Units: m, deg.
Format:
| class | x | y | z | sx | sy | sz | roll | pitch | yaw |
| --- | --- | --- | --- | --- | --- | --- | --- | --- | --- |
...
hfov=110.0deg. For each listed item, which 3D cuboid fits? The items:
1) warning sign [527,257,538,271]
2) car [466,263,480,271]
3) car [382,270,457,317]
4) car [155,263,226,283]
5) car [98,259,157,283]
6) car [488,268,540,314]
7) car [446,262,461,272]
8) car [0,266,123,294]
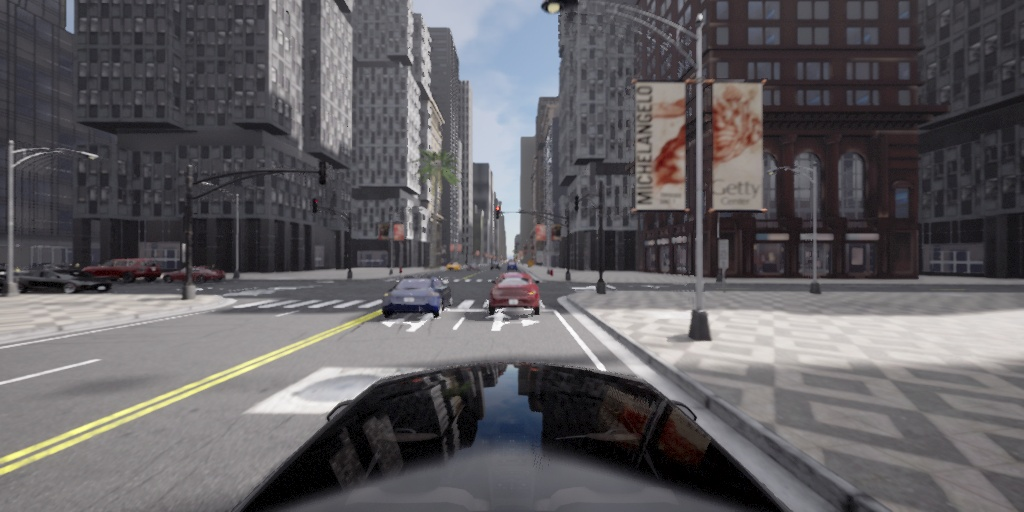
| class | x | y | z | sx | sy | sz | roll | pitch | yaw |
| --- | --- | --- | --- | --- | --- | --- | --- | --- | --- |
| warning sign | 2.869 | 1.353 | 54.450 | 1.300 | 1.860 | 1.060 | 0 | 0 | 0 |
| car | -6.524 | 1.883 | 60.233 | 1.994 | 1.385 | 4.181 | 0 | -1 | 1 |
| car | -3.430 | 1.404 | 13.609 | 1.994 | 1.385 | 4.181 | 0 | 0 | -3 |
| car | -25.058 | 1.439 | 28.375 | 4.207 | 1.307 | 1.802 | 0 | 0 | -1 |
| car | -30.696 | 1.151 | 28.290 | 5.009 | 1.841 | 2.192 | 0 | 0 | -1 |
| car | 0.126 | 1.370 | 14.135 | 1.812 | 1.442 | 4.674 | 0 | 0 | 2 |
| car | -9.774 | 1.797 | 60.239 | 1.882 | 1.535 | 5.008 | 0 | -1 | 1 |
| car | -24.931 | 1.401 | 19.850 | 4.313 | 1.339 | 1.948 | 0 | 0 | -1 |
